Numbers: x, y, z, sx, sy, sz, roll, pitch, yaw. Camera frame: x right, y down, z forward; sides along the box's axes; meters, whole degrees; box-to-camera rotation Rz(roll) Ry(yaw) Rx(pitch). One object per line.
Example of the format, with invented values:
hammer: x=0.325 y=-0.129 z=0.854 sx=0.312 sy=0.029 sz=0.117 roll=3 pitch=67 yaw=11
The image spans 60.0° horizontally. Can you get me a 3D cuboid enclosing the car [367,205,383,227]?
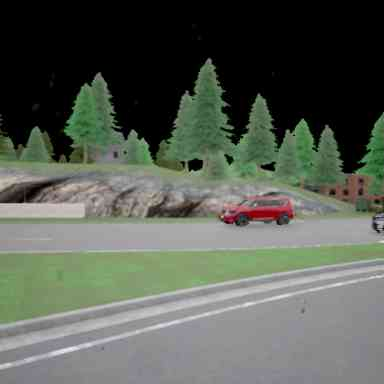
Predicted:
car: x=15.644 y=1.749 z=24.598 sx=4.902 sy=1.511 sz=2.128 roll=1 pitch=0 yaw=-23

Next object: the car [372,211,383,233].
car: x=12.928 y=1.700 z=19.710 sx=4.902 sy=1.511 sz=2.128 roll=1 pitch=0 yaw=-22

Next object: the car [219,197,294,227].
car: x=4.712 y=1.391 z=24.046 sx=5.566 sy=2.045 sz=2.150 roll=1 pitch=0 yaw=-20
